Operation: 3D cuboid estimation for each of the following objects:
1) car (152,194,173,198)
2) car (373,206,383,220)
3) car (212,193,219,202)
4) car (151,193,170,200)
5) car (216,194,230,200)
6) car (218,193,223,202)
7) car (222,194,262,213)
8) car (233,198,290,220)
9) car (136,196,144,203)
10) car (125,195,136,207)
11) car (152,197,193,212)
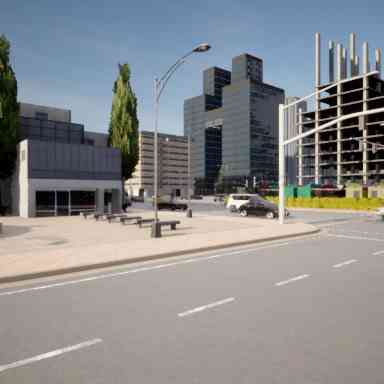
[{"bbox_3d":[-3.782,1.477,47.160,1.882,1.535,5.008,0,0,-38],"label":"car"},{"bbox_3d":[15.863,1.525,24.298,4.674,1.442,1.812,0,0,34],"label":"car"},{"bbox_3d":[6.119,1.156,70.017,3.866,1.878,1.905,0,0,-40],"label":"car"},{"bbox_3d":[-8.247,1.153,87.357,4.605,1.855,1.932,0,0,-40],"label":"car"},{"bbox_3d":[8.729,1.395,94.167,3.806,1.475,1.970,0,0,-40],"label":"car"},{"bbox_3d":[7.960,1.395,67.782,3.806,1.475,1.970,0,0,-40],"label":"car"},{"bbox_3d":[6.116,1.222,34.582,2.150,2.045,5.566,0,0,-38],"label":"car"},{"bbox_3d":[6.180,1.505,28.837,1.837,1.490,4.892,0,0,-38],"label":"car"},{"bbox_3d":[-11.761,1.491,68.917,2.128,1.511,4.902,0,0,-38],"label":"car"},{"bbox_3d":[-11.209,1.224,50.981,2.150,2.045,5.566,0,0,-38],"label":"car"},{"bbox_3d":[-2.417,1.601,39.757,1.895,1.301,4.718,0,0,-38],"label":"car"}]
